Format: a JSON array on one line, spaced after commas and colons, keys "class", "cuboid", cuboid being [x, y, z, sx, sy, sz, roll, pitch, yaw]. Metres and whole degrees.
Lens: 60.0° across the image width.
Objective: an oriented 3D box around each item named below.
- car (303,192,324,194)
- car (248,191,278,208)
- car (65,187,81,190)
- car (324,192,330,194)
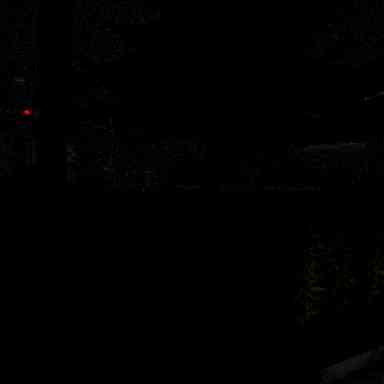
[{"class": "car", "cuboid": [21.243, 0.943, 59.808, 1.905, 1.878, 3.866, 1, 0, -10]}, {"class": "car", "cuboid": [8.451, 0.904, 39.998, 1.932, 1.855, 4.605, 1, 0, -10]}, {"class": "car", "cuboid": [-14.047, 0.450, 39.402, 2.150, 2.045, 5.566, 1, 0, -9]}, {"class": "car", "cuboid": [24.037, 1.005, 60.702, 1.932, 1.855, 4.605, 1, 0, -10]}]
